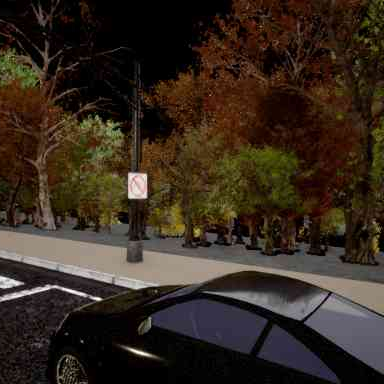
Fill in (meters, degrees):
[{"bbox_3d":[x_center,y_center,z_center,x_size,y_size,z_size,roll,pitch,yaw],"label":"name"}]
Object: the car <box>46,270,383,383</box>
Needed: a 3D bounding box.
[{"bbox_3d":[0.382,1.564,3.414,4.181,1.385,1.994,0,0,36],"label":"car"}]
